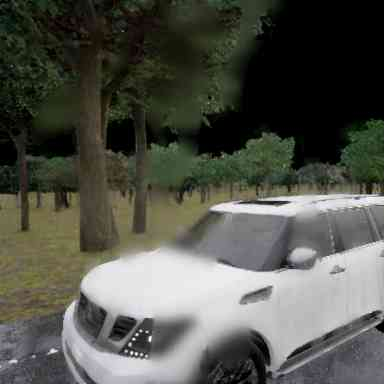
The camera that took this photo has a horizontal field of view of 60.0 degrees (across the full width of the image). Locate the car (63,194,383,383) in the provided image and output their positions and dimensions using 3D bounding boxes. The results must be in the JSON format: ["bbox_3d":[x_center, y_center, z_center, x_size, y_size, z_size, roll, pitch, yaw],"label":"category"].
[{"bbox_3d":[1.171,1.106,4.740,5.566,2.045,2.150,-2,1,-35],"label":"car"}]
